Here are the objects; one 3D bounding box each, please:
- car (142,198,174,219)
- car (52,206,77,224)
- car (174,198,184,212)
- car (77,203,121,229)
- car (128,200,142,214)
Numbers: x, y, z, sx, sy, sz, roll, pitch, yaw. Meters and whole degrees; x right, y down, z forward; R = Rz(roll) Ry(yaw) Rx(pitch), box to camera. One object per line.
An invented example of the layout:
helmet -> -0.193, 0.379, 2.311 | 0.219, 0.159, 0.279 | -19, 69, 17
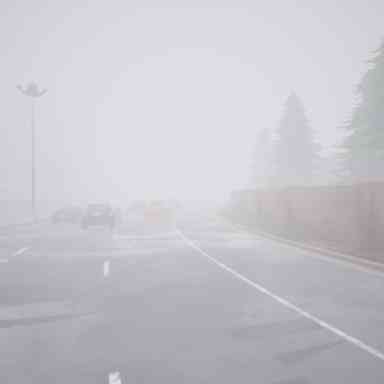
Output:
car -> -3.106, 1.534, 31.268 | 2.097, 1.767, 4.553 | -1, 0, -1
car -> -10.045, 1.817, 27.672 | 1.994, 1.385, 4.181 | -1, 0, -2
car -> -2.312, 1.575, 42.959 | 2.097, 1.767, 4.553 | -1, 0, 7
car -> -6.267, 1.537, 23.406 | 2.097, 1.767, 4.553 | -1, 0, -6
car -> -6.212, 1.751, 39.693 | 2.128, 1.511, 4.902 | -1, 0, 5
